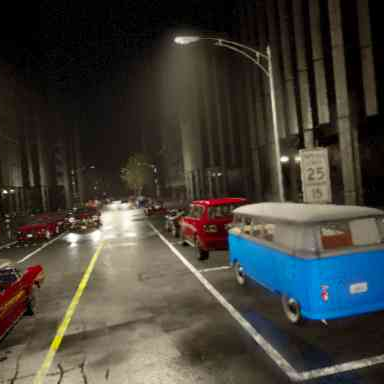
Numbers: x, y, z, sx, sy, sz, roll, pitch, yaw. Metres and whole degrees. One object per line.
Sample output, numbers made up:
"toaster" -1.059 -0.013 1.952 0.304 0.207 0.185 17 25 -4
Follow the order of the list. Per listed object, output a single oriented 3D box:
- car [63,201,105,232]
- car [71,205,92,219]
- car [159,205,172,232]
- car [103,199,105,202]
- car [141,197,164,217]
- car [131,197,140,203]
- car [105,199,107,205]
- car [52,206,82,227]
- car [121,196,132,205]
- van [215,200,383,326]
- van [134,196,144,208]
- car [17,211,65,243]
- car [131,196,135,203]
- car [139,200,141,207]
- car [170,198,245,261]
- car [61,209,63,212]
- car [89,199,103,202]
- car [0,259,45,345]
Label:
"car" -7.985 1.908 25.213 2.097 1.767 4.553 -5 0 -12
"car" -14.360 2.555 43.430 2.008 1.369 4.403 -5 0 -12
"car" -0.324 1.489 17.526 1.947 1.339 4.313 -5 0 -12
"car" -18.955 2.554 65.518 2.192 1.841 5.009 -5 0 -12
"car" -3.764 1.561 34.091 1.967 1.590 4.097 -5 0 -12
"car" -15.203 2.142 89.318 1.967 1.590 4.097 -5 0 -12
"car" -21.183 2.869 76.357 1.752 1.417 4.829 -5 1 -11
"car" -12.084 2.316 32.386 1.967 1.590 4.097 -5 0 -12
"car" -17.175 2.432 84.831 2.128 1.511 4.902 -5 0 -12
"van" 1.943 1.132 6.478 1.690 1.788 3.998 -5 0 -12
"van" -8.346 1.713 56.181 1.690 1.788 3.998 -5 0 -12
"car" -9.788 2.289 21.342 1.887 1.381 4.507 -5 0 -12
"car" -11.797 2.063 72.952 1.752 1.417 4.829 -5 1 -11
"car" -4.895 1.767 39.616 1.802 1.307 4.206 -5 0 -12
"car" 0.797 1.174 12.001 2.192 1.841 5.009 -5 0 -12
"car" -10.928 2.391 26.864 1.802 1.307 4.206 -5 0 -12
"car" -17.811 2.498 59.995 2.192 1.841 5.009 -5 0 -12
"car" -3.854 1.919 5.320 1.895 1.301 4.718 -5 0 -12
